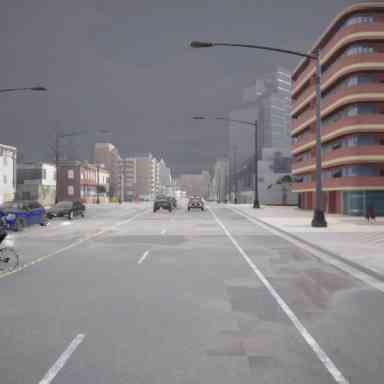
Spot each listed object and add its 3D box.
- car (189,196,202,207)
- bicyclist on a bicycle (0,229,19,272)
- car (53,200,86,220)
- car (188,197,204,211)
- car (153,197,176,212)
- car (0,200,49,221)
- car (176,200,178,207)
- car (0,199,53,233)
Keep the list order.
[{"bbox_3d":[0.499,1.389,48.812,1.812,1.442,4.674,0,-1,1],"label":"car"},{"bbox_3d":[-5.688,1.462,9.315,1.656,1.620,0.582,-1,0,0],"label":"bicyclist on a bicycle"},{"bbox_3d":[-10.253,1.456,27.451,1.837,1.490,4.892,0,0,1],"label":"car"},{"bbox_3d":[0.431,1.399,38.333,2.033,1.411,5.357,0,0,1],"label":"car"},{"bbox_3d":[-3.099,1.375,36.320,1.837,1.490,4.892,0,0,1],"label":"car"},{"bbox_3d":[-13.753,1.467,27.441,1.812,1.442,4.674,0,0,1],"label":"car"},{"bbox_3d":[-3.048,1.403,46.376,2.033,1.411,5.357,0,0,1],"label":"car"},{"bbox_3d":[-10.424,1.327,19.625,2.097,1.767,4.553,0,0,1],"label":"car"}]
